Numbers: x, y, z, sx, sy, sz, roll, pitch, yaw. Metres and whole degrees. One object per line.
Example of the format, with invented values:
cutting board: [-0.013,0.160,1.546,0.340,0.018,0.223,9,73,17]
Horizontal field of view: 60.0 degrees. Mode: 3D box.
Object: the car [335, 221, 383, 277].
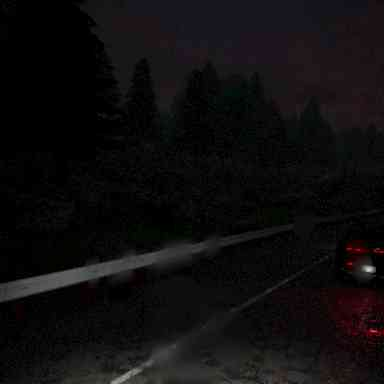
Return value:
car: [5.665,1.623,9.957,1.837,1.490,4.892,0,-1,36]
